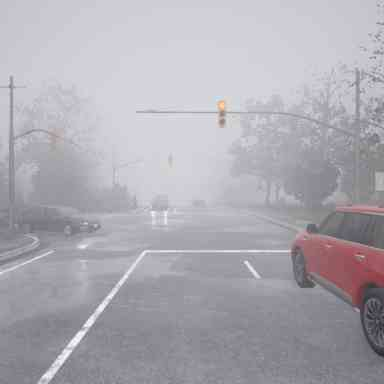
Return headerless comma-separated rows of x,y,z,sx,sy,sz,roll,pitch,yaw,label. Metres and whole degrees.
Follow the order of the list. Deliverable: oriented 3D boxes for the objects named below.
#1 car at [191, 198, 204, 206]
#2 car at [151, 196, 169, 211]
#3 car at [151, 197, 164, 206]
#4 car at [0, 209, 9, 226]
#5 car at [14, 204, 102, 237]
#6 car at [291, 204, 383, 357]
1.026,1.867,62.653,1.882,1.535,5.008,0,-1,-10,car
-4.075,1.572,42.521,1.837,1.490,4.892,0,-1,-3,car
-6.929,1.856,66.469,2.097,1.767,4.553,0,-1,-11,car
-11.130,1.584,23.451,5.357,1.411,2.033,0,0,-6,car
-7.158,1.517,17.981,4.892,1.490,1.837,-1,-1,23,car
3.590,1.221,6.131,2.150,2.045,5.566,0,0,0,car
